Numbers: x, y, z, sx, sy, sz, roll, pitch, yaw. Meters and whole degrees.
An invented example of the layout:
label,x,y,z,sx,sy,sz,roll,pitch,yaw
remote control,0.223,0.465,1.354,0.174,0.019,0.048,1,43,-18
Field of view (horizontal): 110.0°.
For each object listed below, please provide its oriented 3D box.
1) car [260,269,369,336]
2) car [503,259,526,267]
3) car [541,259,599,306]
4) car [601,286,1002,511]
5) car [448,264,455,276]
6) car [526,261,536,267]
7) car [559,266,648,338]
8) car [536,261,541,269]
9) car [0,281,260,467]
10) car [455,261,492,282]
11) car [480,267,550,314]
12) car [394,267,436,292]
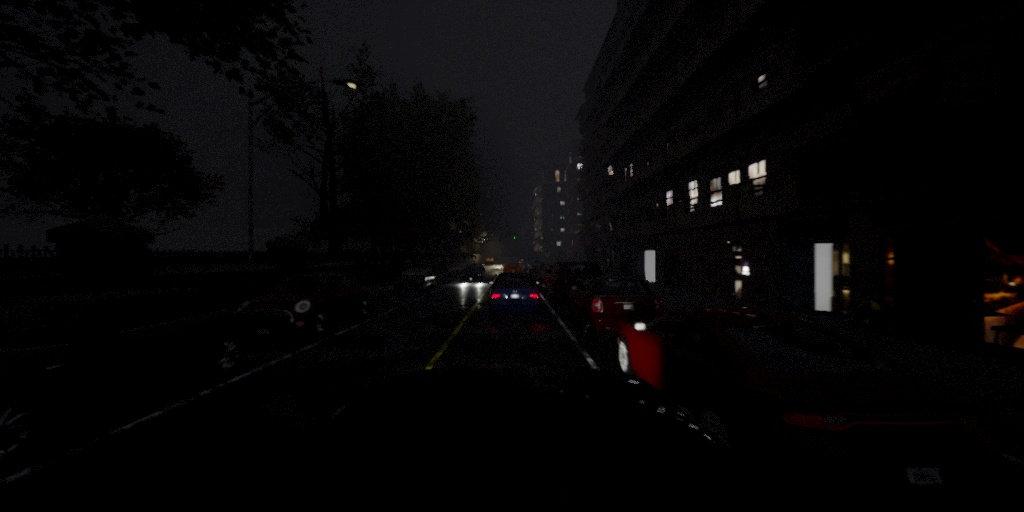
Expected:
label,x,y,z,sx,sy,sz,roll,pitch,yaw
car,-5.690,1.210,10.196,1.967,1.591,4.097,0,0,0
car,0.097,1.313,35.295,1.882,1.535,5.008,0,0,0
car,2.691,1.099,15.828,2.192,1.841,5.009,0,0,0
car,2.691,1.302,4.569,1.888,1.381,4.507,0,0,0
car,-5.691,1.370,38.178,1.751,1.417,4.829,0,0,0
car,2.690,1.285,38.349,1.967,1.591,4.097,0,0,0
car,2.691,1.211,10.198,1.967,1.591,4.097,0,0,0
car,2.691,1.238,21.459,1.967,1.591,4.097,0,0,0
car,-5.689,1.196,4.568,1.967,1.591,4.097,0,0,0
car,-3.102,1.367,29.758,2.033,1.411,5.357,0,0,0
car,0.096,1.327,13.836,2.033,1.411,5.357,0,0,0
car,-5.690,1.349,21.458,2.007,1.370,4.403,0,0,0
